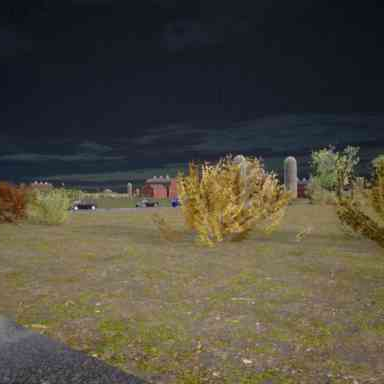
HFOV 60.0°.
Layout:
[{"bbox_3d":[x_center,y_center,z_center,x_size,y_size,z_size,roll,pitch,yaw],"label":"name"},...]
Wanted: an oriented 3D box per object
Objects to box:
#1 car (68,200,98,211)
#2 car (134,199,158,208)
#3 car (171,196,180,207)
[{"bbox_3d":[-15.726,1.885,47.199,1.837,1.490,4.892,-1,-1,36],"label":"car"},{"bbox_3d":[-7.952,2.025,57.962,1.837,1.490,4.892,-1,0,36],"label":"car"},{"bbox_3d":[-1.455,1.753,60.813,2.150,2.045,5.566,-1,-1,36],"label":"car"}]
